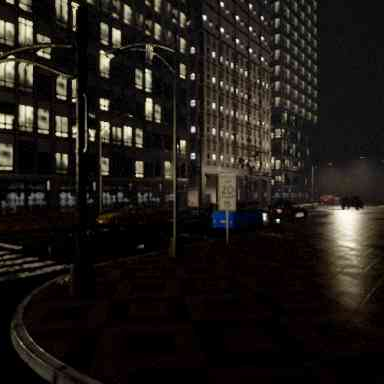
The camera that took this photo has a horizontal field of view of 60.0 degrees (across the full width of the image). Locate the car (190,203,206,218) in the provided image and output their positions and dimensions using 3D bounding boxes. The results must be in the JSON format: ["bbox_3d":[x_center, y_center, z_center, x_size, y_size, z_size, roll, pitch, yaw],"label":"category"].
[{"bbox_3d":[1.570,1.693,31.531,1.802,1.307,4.206,0,0,38],"label":"car"}]

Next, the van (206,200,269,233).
[{"bbox_3d":[2.847,1.416,20.096,1.690,1.788,3.998,0,0,38],"label":"van"}]

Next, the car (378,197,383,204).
[{"bbox_3d":[38.365,1.696,66.394,1.947,1.339,4.313,0,0,38],"label":"car"}]

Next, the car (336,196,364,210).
[{"bbox_3d":[21.391,1.411,44.356,2.192,1.841,5.009,0,0,38],"label":"car"}]

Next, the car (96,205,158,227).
[{"bbox_3d":[-4.541,1.632,23.810,1.752,1.417,4.829,0,0,38],"label":"car"}]

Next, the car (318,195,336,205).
[{"bbox_3d":[25.333,1.462,62.389,2.192,1.841,5.009,0,0,38],"label":"car"}]

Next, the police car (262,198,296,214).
[{"bbox_3d":[10.187,1.532,38.518,1.930,1.638,5.238,0,0,38],"label":"police car"}]

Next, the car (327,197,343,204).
[{"bbox_3d":[28.728,1.704,66.795,2.008,1.369,4.403,0,0,38],"label":"car"}]

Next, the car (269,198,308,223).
[{"bbox_3d":[7.812,1.520,26.723,1.967,1.590,4.097,0,0,38],"label":"car"}]
